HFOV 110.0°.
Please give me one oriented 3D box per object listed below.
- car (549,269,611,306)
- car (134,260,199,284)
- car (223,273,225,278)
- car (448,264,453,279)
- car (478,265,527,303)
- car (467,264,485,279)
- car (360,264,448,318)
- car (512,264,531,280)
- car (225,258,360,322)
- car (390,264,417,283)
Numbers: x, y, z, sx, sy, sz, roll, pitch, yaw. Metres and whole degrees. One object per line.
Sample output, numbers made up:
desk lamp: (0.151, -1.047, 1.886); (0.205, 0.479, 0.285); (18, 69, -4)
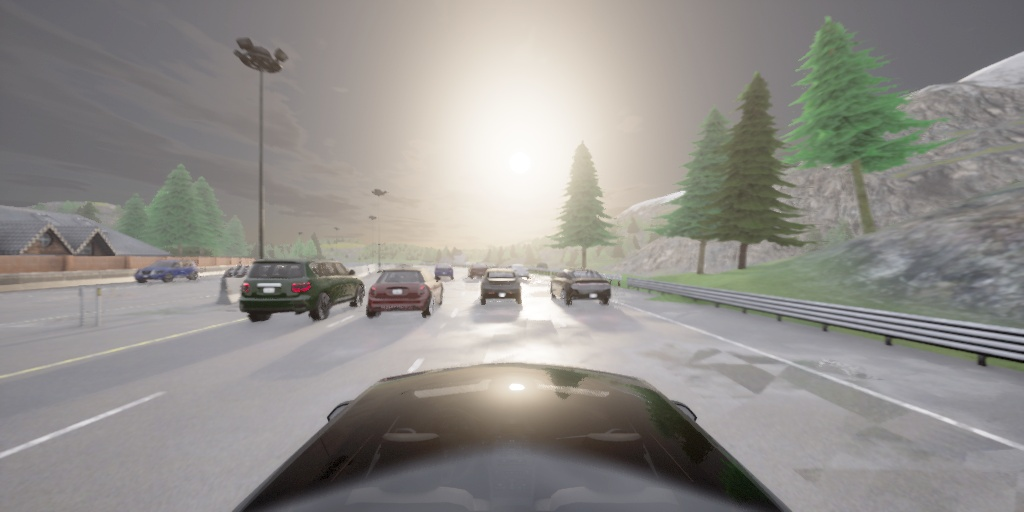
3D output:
car: (2.950, 1.336, 16.344); (2.128, 1.511, 4.902); (0, 0, -5)
car: (-31.593, 1.392, 33.040); (2.150, 2.045, 5.566); (0, 0, -12)
car: (-29.466, 1.769, 39.114); (1.994, 1.385, 4.181); (0, -1, -14)
car: (-7.172, 1.540, 37.392); (1.882, 1.535, 5.008); (0, 0, -13)
car: (-0.614, 1.379, 17.451); (1.837, 1.490, 4.892); (0, 0, -5)
car: (-3.561, 1.518, 37.270); (1.882, 1.535, 5.008); (0, 0, -12)
car: (-3.909, 1.216, 13.866); (2.097, 1.767, 4.553); (0, 0, -4)
car: (0.450, 1.525, 34.982); (1.812, 1.442, 4.674); (0, 0, -11)
car: (-7.276, 1.102, 13.114); (2.150, 2.045, 5.566); (0, 0, -4)
car: (-9.881, 1.550, 32.950); (1.837, 1.490, 4.892); (0, 0, -11)
